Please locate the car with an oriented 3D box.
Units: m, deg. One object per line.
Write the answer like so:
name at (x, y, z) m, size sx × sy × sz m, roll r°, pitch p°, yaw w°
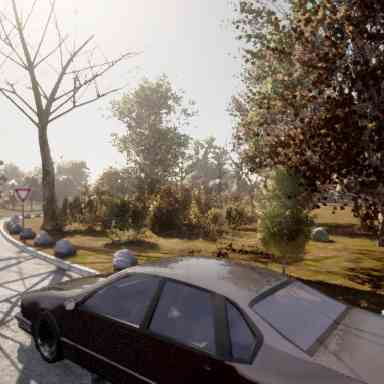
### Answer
car at (-0.067, 1.548, 4.043) m, size 5.357 × 1.411 × 2.033 m, roll 0°, pitch 0°, yaw 38°
